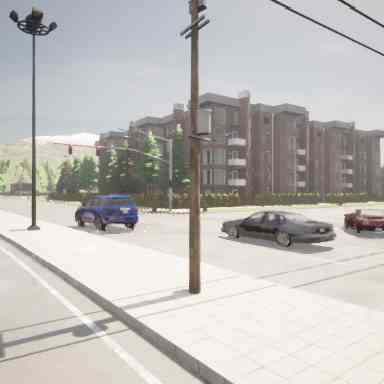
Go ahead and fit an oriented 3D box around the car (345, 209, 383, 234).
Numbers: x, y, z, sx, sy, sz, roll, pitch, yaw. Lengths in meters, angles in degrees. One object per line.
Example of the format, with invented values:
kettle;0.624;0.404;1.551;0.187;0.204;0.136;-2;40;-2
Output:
car;9.994;1.601;18.822;1.895;1.301;4.718;0;0;16

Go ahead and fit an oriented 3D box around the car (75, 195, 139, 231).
car;-5.404;1.221;20.793;2.150;2.045;5.566;0;0;-38

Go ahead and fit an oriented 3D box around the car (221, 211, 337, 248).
car;3.637;1.547;14.997;2.033;1.411;5.357;0;0;-35
